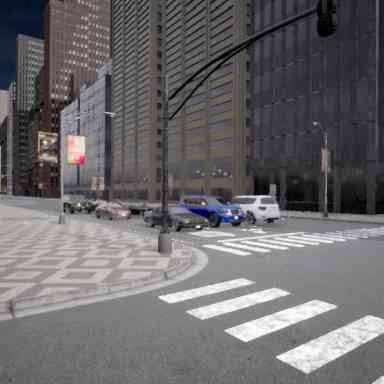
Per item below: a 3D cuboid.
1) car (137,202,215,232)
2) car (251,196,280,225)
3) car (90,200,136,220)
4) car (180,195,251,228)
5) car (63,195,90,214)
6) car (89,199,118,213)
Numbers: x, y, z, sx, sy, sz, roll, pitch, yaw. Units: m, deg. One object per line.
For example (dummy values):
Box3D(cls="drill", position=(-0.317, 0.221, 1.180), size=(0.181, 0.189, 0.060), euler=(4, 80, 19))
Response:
Box3D(cls="car", position=(-1.182, 1.567, 20.780), size=(2.033, 1.411, 5.357), euler=(1, -1, -35))
Box3D(cls="car", position=(4.016, 1.291, 25.033), size=(2.150, 2.045, 5.566), euler=(1, -1, -36))
Box3D(cls="car", position=(-6.879, 1.583, 28.747), size=(1.812, 1.442, 4.674), euler=(1, -1, -36))
Box3D(cls="car", position=(1.145, 1.267, 23.102), size=(2.150, 2.045, 5.566), euler=(1, -1, -36))
Box3D(cls="car", position=(-13.103, 1.322, 37.471), size=(2.150, 2.045, 5.566), euler=(1, -1, -36))
Box3D(cls="car", position=(-10.591, 1.651, 39.541), size=(1.812, 1.442, 4.674), euler=(1, -1, -35))
